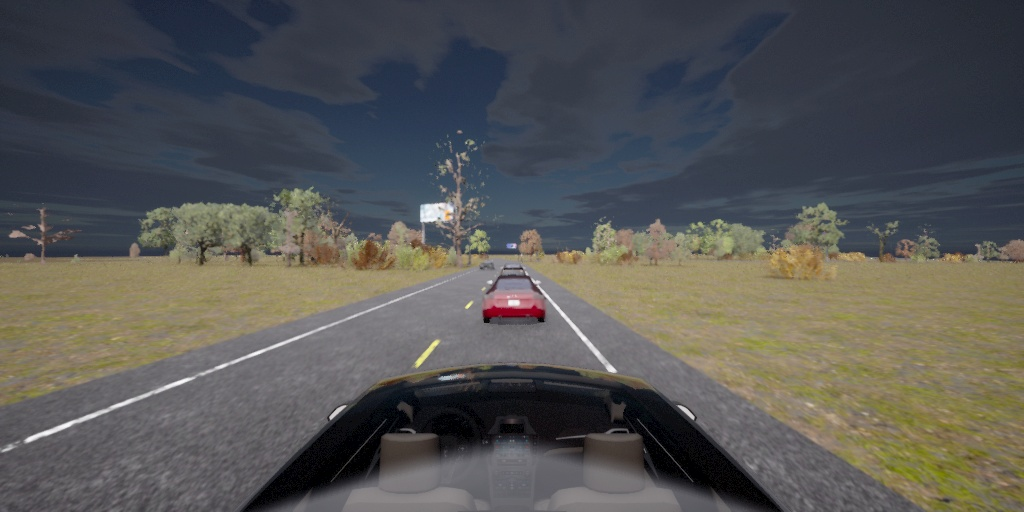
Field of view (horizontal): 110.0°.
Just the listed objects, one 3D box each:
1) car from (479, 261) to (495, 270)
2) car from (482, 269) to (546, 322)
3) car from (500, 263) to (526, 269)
[{"bbox_3d":[-3.561,1.352,51.670,1.994,1.385,4.181,0,0,0],"label":"car"},{"bbox_3d":[0.070,1.319,12.354,1.994,1.385,4.181,0,0,0],"label":"car"},{"bbox_3d":[0.074,1.259,27.801,2.128,1.511,4.902,0,0,0],"label":"car"}]
